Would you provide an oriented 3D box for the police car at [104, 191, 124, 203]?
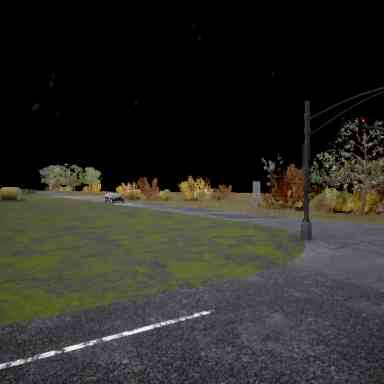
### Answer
[{"bbox_3d":[-11.650,0.744,49.720,1.930,1.638,5.238,1,0,-32],"label":"police car"}]
